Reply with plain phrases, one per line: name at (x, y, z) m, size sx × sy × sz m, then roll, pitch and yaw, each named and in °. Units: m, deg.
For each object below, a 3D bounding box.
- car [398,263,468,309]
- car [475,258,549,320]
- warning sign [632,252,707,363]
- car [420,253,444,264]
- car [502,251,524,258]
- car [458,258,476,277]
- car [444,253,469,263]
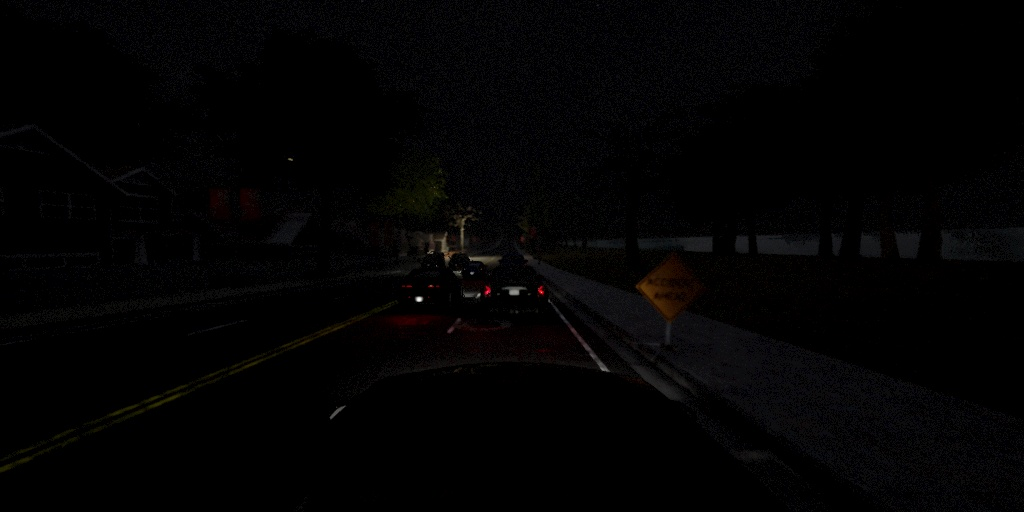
car at (-3.168, 1.211, 14.671) m, size 1.837 × 1.490 × 4.892 m, roll 0°, pitch 0°, yaw 0°
car at (0.074, 1.068, 12.554) m, size 2.097 × 1.767 × 4.553 m, roll 0°, pitch 0°, yaw 0°
warning sign at (2.848, 0.851, 6.608) m, size 1.300 × 1.860 × 1.060 m, roll 0°, pitch 0°, yaw 0°
car at (-9.853, 0.698, 45.087) m, size 2.150 × 2.045 × 5.566 m, roll 0°, pitch 1°, yaw 0°
car at (0.078, 0.864, 28.857) m, size 2.150 × 2.045 × 5.566 m, roll 0°, pitch 0°, yaw 0°
car at (-3.172, 1.156, 30.701) m, size 1.812 × 1.442 × 4.674 m, roll 0°, pitch 0°, yaw 0°
car at (-6.604, 0.698, 45.174) m, size 2.150 × 2.045 × 5.566 m, roll 0°, pitch 1°, yaw 0°
